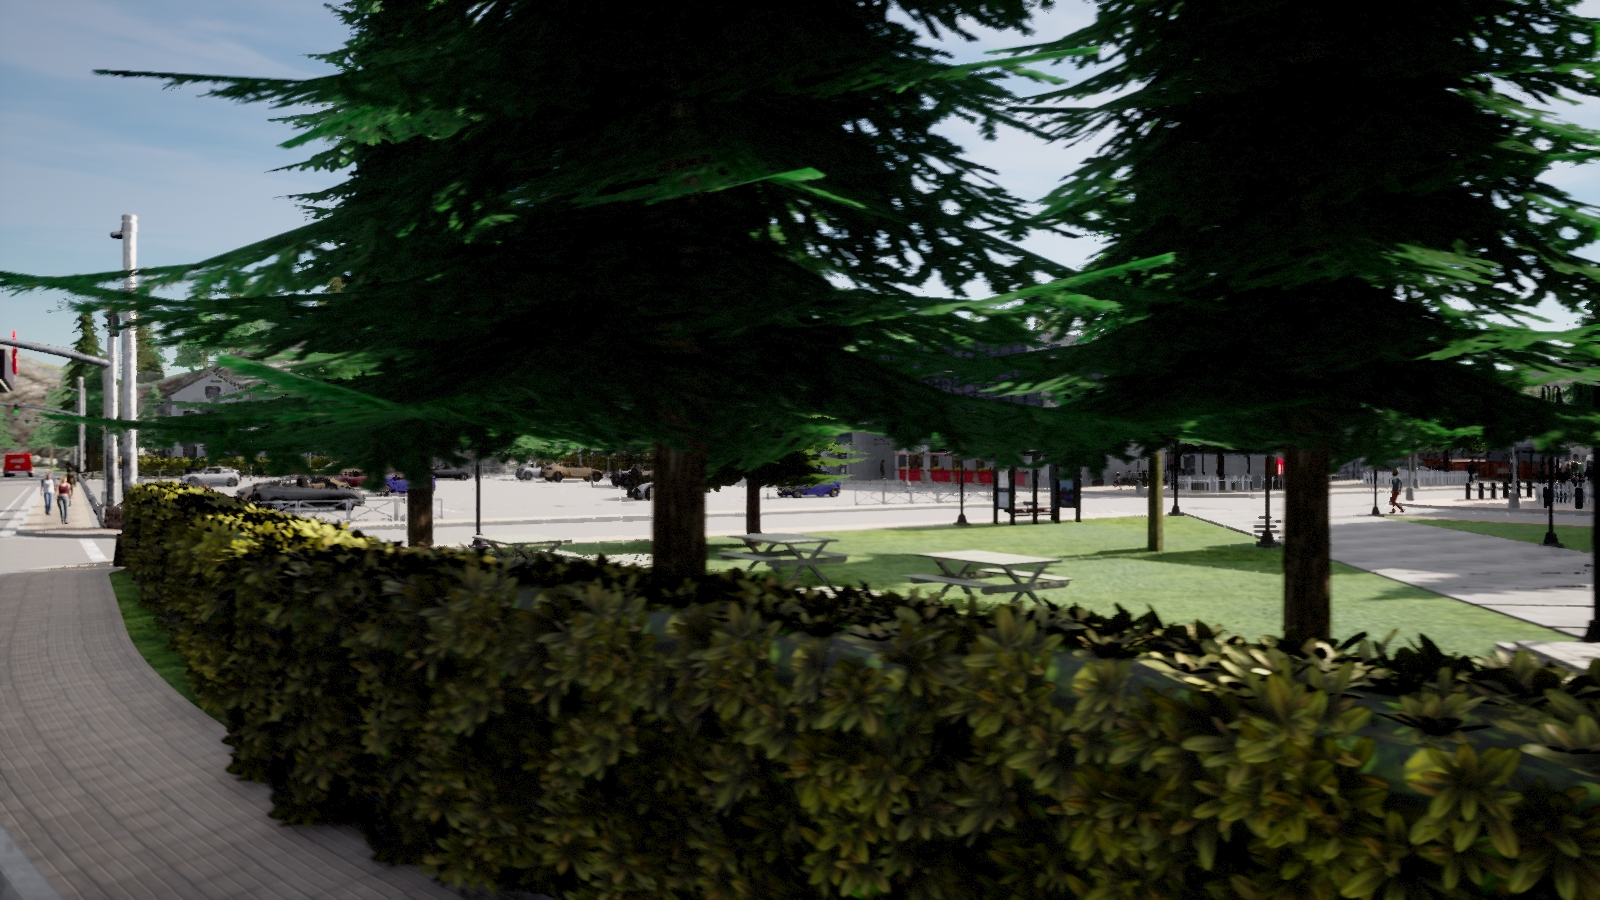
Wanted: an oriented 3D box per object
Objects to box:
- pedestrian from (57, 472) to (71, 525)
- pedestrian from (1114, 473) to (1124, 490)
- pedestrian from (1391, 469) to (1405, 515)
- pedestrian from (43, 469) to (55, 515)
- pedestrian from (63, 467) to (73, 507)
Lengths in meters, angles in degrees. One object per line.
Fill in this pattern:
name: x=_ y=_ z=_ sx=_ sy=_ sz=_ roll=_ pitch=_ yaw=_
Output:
pedestrian: x=-26.150 y=1.700 z=40.591 sx=0.375 sy=1.860 sz=0.375 roll=0 pitch=0 yaw=-37
pedestrian: x=21.217 y=2.078 z=76.046 sx=0.500 sy=1.100 sz=0.500 roll=0 pitch=0 yaw=39
pedestrian: x=24.470 y=1.698 z=46.769 sx=0.375 sy=1.860 sz=0.375 roll=0 pitch=0 yaw=-32
pedestrian: x=-30.349 y=1.701 z=46.175 sx=0.375 sy=1.860 sz=0.375 roll=0 pitch=0 yaw=-37
pedestrian: x=-34.035 y=1.701 z=53.138 sx=0.375 sy=1.860 sz=0.375 roll=0 pitch=0 yaw=-32
